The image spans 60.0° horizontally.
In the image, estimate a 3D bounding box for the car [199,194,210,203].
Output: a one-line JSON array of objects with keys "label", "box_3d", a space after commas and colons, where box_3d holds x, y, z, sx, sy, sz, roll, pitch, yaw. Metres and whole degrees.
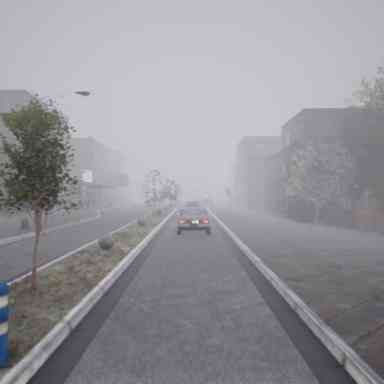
[{"label": "car", "box_3d": [2.977, 1.597, 66.188, 2.231, 1.521, 4.892, 0, 0, 0]}]

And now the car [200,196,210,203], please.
[{"label": "car", "box_3d": [2.974, 1.634, 77.394, 2.163, 1.488, 4.792, 0, 0, 0]}]

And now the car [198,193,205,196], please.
[{"label": "car", "box_3d": [2.976, 1.602, 71.836, 2.231, 1.521, 4.892, 0, 0, 0]}]

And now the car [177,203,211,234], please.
[{"label": "car", "box_3d": [0.088, 1.564, 19.267, 2.033, 1.411, 5.357, 0, 0, 0]}]

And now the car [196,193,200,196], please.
[{"label": "car", "box_3d": [2.970, 1.356, 93.834, 2.435, 2.045, 5.566, 0, 0, 0]}]

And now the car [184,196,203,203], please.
[{"label": "car", "box_3d": [0.088, 1.576, 42.654, 1.837, 1.490, 4.892, 0, 0, 0]}]
